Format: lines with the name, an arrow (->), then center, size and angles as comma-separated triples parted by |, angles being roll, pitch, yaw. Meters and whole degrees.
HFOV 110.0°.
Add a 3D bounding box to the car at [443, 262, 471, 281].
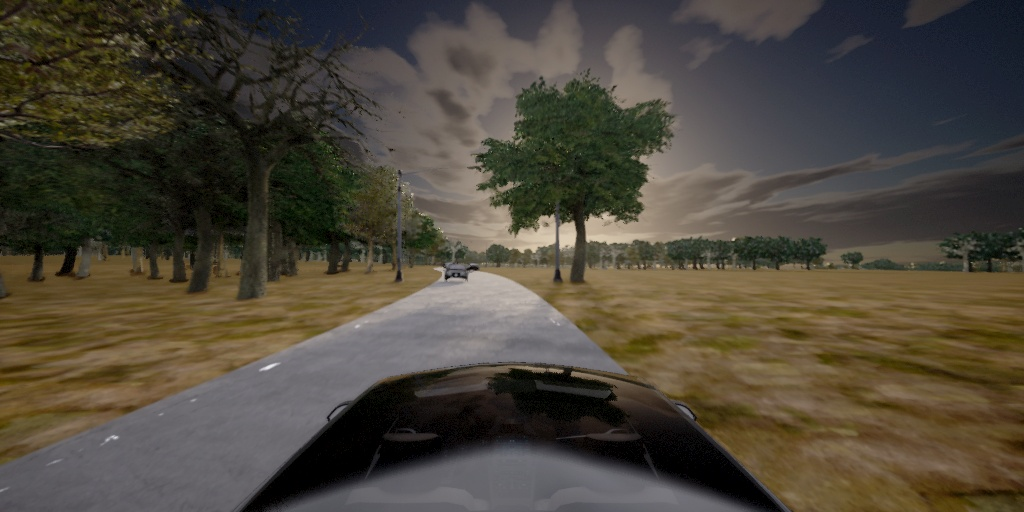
car -> -4.839, 1.452, 31.635 | 1.994, 1.385, 4.181 | 1, -1, -7
